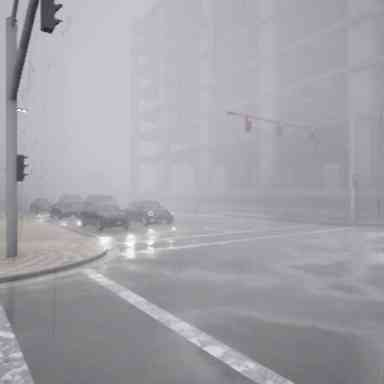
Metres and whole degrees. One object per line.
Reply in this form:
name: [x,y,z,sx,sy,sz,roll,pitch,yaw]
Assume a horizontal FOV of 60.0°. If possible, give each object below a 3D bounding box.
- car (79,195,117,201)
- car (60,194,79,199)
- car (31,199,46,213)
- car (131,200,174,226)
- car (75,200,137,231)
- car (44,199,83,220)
car: [-8.630,1.276,31.814,2.150,2.045,5.566,0,0,-35]
car: [-14.524,1.281,40.366,2.150,2.045,5.566,0,0,-35]
car: [-17.137,1.559,37.986,2.128,1.511,4.902,0,0,-35]
car: [-3.132,1.401,23.864,2.097,1.767,4.553,0,0,-35]
car: [-5.640,1.532,21.336,1.882,1.535,5.008,0,0,-35]
car: [-11.256,1.608,29.460,2.033,1.411,5.357,0,0,-35]
